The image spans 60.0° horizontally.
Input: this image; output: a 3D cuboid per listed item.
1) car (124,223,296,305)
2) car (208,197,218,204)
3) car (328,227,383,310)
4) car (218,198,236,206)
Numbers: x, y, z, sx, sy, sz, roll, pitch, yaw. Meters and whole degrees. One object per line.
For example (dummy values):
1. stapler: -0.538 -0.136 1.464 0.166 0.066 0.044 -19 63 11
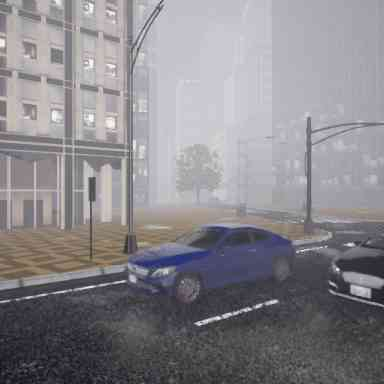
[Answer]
1. car: 0.662 1.525 8.219 4.674 1.442 1.812 0 0 -36
2. car: 4.924 1.855 74.619 2.097 1.767 4.553 0 0 -8
3. car: 4.954 1.491 7.338 4.902 1.511 2.128 0 0 -36
4. car: 6.798 1.916 61.667 1.812 1.442 4.674 0 -1 -9
